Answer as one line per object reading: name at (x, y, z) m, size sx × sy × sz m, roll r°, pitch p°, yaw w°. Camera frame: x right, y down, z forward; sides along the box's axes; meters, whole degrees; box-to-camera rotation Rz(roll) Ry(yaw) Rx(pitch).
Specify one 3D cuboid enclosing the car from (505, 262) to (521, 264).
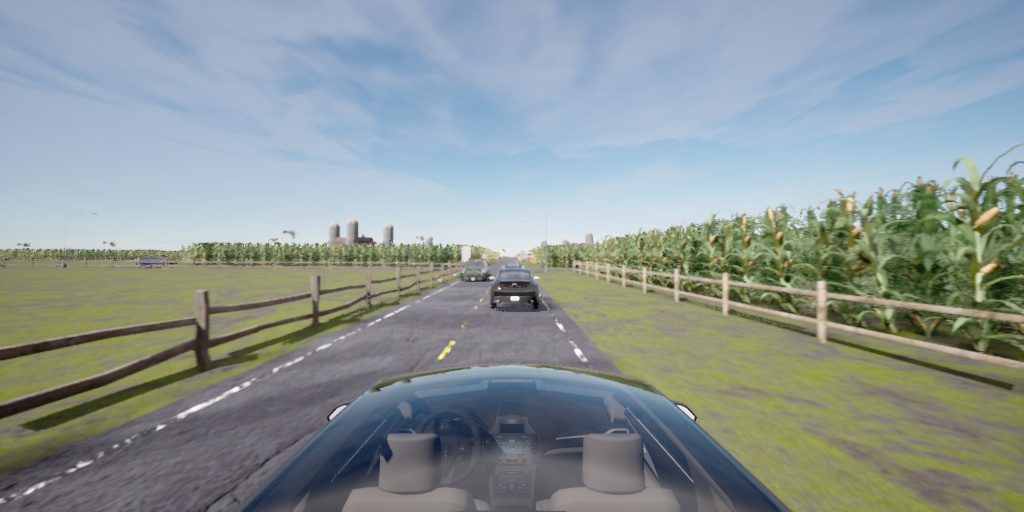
car at (0.103, 1.227, 30.278) m, size 2.128 × 1.511 × 4.902 m, roll 0°, pitch 0°, yaw 0°

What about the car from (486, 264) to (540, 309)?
car at (0.101, 1.249, 14.961) m, size 1.837 × 1.490 × 4.892 m, roll 0°, pitch 0°, yaw 0°

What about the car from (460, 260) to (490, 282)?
car at (-2.832, 1.088, 28.359) m, size 2.097 × 1.767 × 4.553 m, roll 0°, pitch 0°, yaw 0°
